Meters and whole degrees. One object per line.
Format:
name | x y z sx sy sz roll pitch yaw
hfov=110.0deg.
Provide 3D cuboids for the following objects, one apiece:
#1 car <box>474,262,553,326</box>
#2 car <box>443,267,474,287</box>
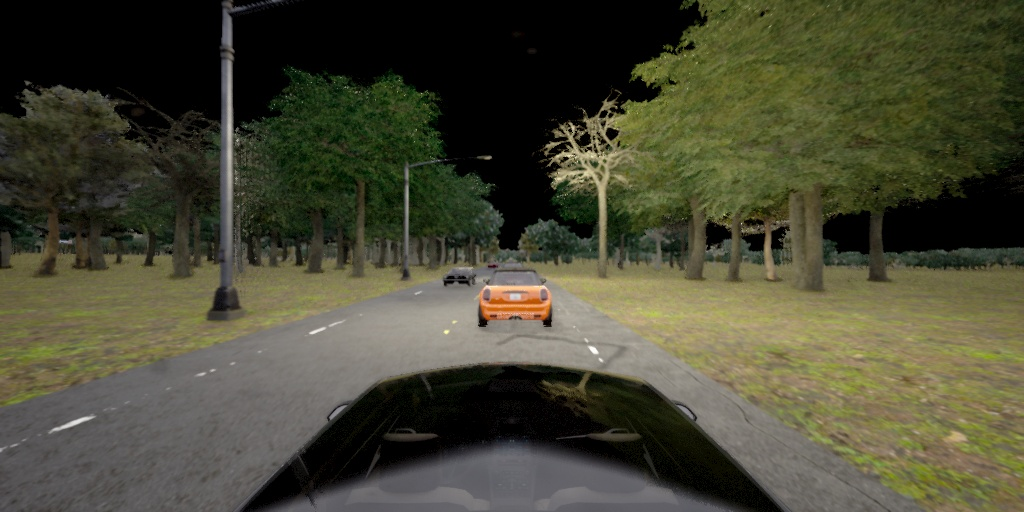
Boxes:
car | 0.096 1.135 11.883 2.097 1.767 4.553 0 0 0
car | -3.600 1.455 25.294 1.895 1.301 4.718 0 0 0
